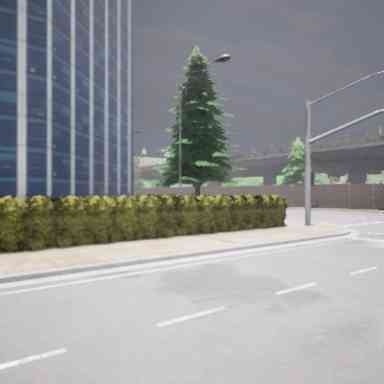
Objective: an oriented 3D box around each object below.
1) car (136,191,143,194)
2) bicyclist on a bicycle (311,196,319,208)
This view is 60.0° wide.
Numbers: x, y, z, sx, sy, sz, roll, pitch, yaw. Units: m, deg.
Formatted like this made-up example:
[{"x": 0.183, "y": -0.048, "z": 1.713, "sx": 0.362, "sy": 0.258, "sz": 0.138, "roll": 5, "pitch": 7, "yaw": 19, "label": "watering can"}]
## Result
[{"x": -10.045, "y": 0.846, "z": 59.956, "sx": 2.150, "sy": 2.045, "sz": 5.566, "roll": 0, "pitch": 0, "yaw": -35, "label": "car"}, {"x": 15.714, "y": 1.276, "z": 42.470, "sx": 1.656, "sy": 1.620, "sz": 0.582, "roll": 0, "pitch": 0, "yaw": -35, "label": "bicyclist on a bicycle"}]
